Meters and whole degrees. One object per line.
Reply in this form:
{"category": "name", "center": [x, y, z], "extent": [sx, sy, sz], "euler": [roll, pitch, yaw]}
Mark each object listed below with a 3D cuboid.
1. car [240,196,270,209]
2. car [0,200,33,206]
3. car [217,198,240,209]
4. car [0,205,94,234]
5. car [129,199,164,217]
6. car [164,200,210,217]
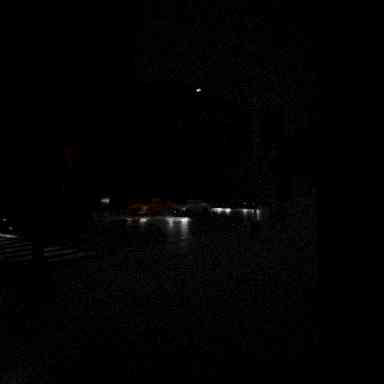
{"category": "car", "center": [8.284, 1.340, 42.128], "extent": [1.837, 1.490, 4.892], "euler": [0, 0, 35]}
{"category": "car", "center": [-11.468, 1.317, 19.895], "extent": [2.097, 1.767, 4.553], "euler": [0, 0, 35]}
{"category": "car", "center": [4.991, 1.409, 43.125], "extent": [1.994, 1.385, 4.181], "euler": [0, 0, 35]}
{"category": "car", "center": [-8.113, 1.555, 19.007], "extent": [1.895, 1.301, 4.718], "euler": [0, 0, 35]}
{"category": "car", "center": [-3.619, 1.386, 30.983], "extent": [1.882, 1.535, 5.008], "euler": [0, 0, 35]}
{"category": "car", "center": [-0.118, 1.421, 30.301], "extent": [1.812, 1.442, 4.674], "euler": [0, 0, 35]}
